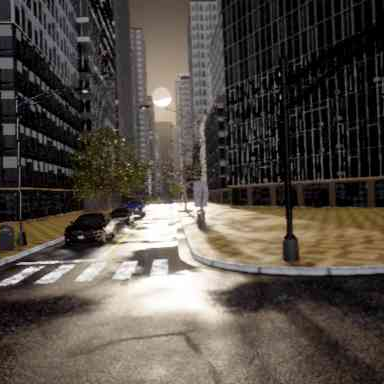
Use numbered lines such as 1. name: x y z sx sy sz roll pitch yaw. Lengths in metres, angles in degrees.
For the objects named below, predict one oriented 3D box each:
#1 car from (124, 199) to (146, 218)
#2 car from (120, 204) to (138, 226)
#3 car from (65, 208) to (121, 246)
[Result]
1. car: -6.691 1.934 39.151 2.150 2.045 5.566 -2 -1 -3
2. car: -6.048 2.093 28.510 1.812 1.442 4.674 -2 -1 -3
3. car: -5.447 1.909 18.309 1.882 1.535 5.008 -2 -1 -3
